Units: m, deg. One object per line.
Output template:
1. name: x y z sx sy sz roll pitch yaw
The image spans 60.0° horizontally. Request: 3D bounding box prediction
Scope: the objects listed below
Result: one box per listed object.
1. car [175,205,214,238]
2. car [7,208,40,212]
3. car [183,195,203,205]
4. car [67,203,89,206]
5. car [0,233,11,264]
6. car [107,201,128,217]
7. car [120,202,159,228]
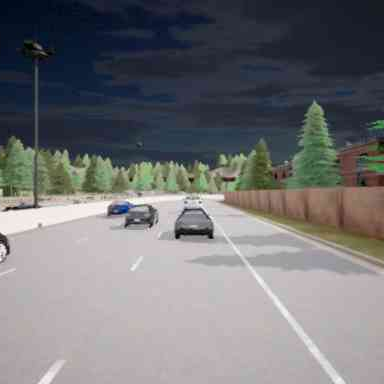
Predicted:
1. car: 0.104 1.616 18.001 1.994 1.385 4.181 0 0 0
2. car: -17.539 1.697 34.914 1.895 1.301 4.718 0 0 1
3. car: 0.114 1.337 39.671 2.150 2.045 5.566 0 0 0
4. car: -13.987 1.718 41.565 1.895 1.301 4.718 0 0 0
5. car: -6.900 1.531 9.034 1.837 1.490 4.892 0 0 0
6. car: -6.890 1.569 32.577 1.882 1.535 5.008 0 0 0
7. car: -3.392 1.590 22.847 1.812 1.442 4.674 0 0 0
